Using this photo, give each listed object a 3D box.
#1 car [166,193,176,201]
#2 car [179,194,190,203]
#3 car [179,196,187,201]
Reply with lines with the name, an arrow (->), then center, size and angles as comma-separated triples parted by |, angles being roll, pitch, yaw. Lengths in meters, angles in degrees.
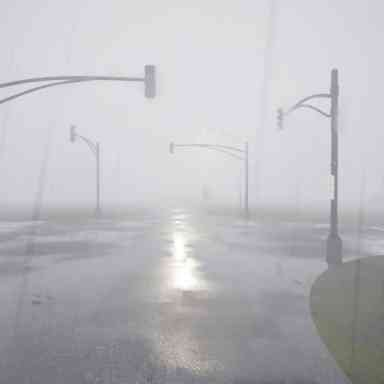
car -> -4.604, 1.013, 74.022 | 2.097, 1.767, 4.553 | 0, 0, -3
car -> -1.617, 1.384, 69.929 | 2.097, 1.767, 4.553 | 0, 0, -3
car -> -2.219, 1.559, 80.003 | 1.895, 1.301, 4.718 | 0, 0, -4
